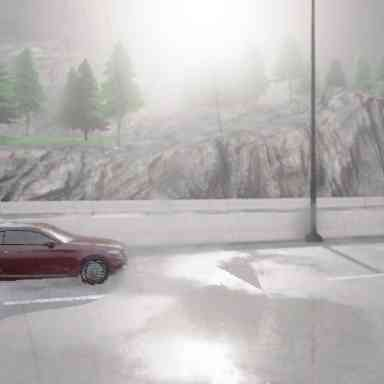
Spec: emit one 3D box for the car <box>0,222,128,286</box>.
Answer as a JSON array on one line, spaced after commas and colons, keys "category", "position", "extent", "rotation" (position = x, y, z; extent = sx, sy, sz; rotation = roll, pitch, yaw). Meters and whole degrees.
[{"category": "car", "position": [-3.992, 1.495, 8.356], "extent": [4.674, 1.442, 1.812], "rotation": [0, 0, -12]}]
